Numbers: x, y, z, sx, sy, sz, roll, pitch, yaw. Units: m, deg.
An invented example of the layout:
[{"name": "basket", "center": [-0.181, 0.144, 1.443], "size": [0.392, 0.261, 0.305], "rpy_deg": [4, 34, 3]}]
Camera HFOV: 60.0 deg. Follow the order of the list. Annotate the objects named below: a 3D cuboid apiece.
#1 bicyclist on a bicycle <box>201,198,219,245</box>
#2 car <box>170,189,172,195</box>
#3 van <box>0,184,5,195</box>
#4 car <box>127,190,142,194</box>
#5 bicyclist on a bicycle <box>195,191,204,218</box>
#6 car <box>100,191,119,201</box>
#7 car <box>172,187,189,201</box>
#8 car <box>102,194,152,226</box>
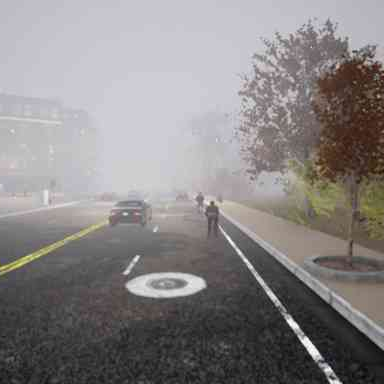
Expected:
[{"name": "bicyclist on a bicycle", "center": [0.780, 1.150, 12.657], "size": [0.582, 1.620, 1.656], "rpy_deg": [0, 1, -1]}, {"name": "car", "center": [-3.621, -0.240, 71.521], "size": [1.882, 1.535, 5.008], "rpy_deg": [0, 1, -6]}, {"name": "van", "center": [-33.157, -0.414, 54.964], "size": [3.998, 1.788, 1.690], "rpy_deg": [0, 0, -33]}, {"name": "car", "center": [-8.083, 0.421, 47.186], "size": [2.033, 1.411, 5.357], "rpy_deg": [0, 1, -3]}, {"name": "bicyclist on a bicycle", "center": [0.536, 0.832, 22.586], "size": [0.659, 1.776, 1.843], "rpy_deg": [0, 2, -2]}, {"name": "car", "center": [-11.215, 0.522, 45.259], "size": [1.895, 1.301, 4.718], "rpy_deg": [0, 1, -4]}, {"name": "car", "center": [-1.444, 0.439, 46.353], "size": [2.033, 1.411, 5.357], "rpy_deg": [0, 1, -4]}, {"name": "car", "center": [-3.399, 1.092, 19.060], "size": [2.033, 1.411, 5.357], "rpy_deg": [0, 1, -2]}]
